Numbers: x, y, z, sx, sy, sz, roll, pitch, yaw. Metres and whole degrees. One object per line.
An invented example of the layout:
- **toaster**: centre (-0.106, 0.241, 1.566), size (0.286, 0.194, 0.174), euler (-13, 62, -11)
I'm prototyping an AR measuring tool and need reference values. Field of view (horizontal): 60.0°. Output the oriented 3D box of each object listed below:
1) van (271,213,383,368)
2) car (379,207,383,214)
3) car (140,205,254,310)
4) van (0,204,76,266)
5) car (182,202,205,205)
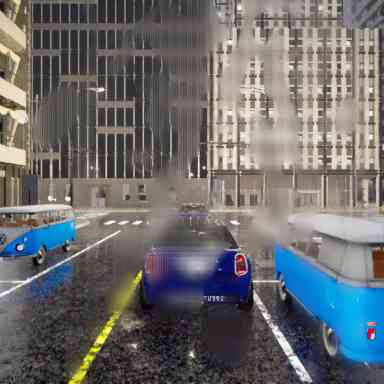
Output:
- **van**: centre (2.559, 1.343, 5.615), size (1.690, 1.788, 3.998), euler (0, 0, 0)
- **car**: centre (18.984, 1.490, 29.035), size (4.829, 1.417, 1.752), euler (0, 0, 0)
- **car**: centre (0.085, 1.354, 7.988), size (2.097, 1.767, 4.553), euler (0, 0, 0)
- **van**: centre (-5.333, 1.345, 11.283), size (1.690, 1.788, 3.998), euler (0, 0, 0)
- **car**: centre (0.088, 1.359, 18.015), size (2.097, 1.767, 4.553), euler (0, 0, 0)
